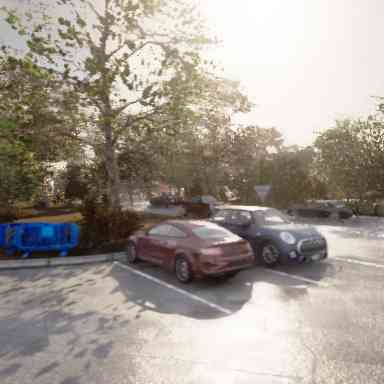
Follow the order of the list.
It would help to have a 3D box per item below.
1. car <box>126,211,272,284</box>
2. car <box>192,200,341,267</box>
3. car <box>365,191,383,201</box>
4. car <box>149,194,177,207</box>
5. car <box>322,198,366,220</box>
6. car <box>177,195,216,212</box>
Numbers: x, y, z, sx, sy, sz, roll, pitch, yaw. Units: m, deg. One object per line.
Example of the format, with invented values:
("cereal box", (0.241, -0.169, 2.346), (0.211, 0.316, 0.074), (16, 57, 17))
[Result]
("car", (-0.252, 1.485, 9.598), (2.002, 1.452, 4.674), (0, 0, -35))
("car", (2.303, 1.299, 11.475), (2.185, 1.767, 4.553), (0, 0, -35))
("car", (30.816, 0.527, 53.301), (2.150, 2.045, 5.566), (-4, 3, -35))
("car", (-3.100, 0.956, 39.357), (2.033, 1.411, 5.357), (-4, 3, -35))
("car", (8.894, 1.242, 22.847), (1.895, 1.301, 4.718), (-4, 3, -41))
("car", (1.126, 1.079, 28.003), (2.097, 1.767, 4.553), (-4, 3, -35))
